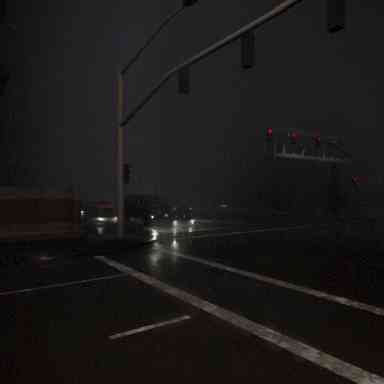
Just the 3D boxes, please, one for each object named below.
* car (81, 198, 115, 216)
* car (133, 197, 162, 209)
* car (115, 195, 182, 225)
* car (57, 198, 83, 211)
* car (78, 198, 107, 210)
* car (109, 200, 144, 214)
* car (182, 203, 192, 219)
[{"bbox_3d":[-9.095,1.478,32.574,1.882,1.535,5.008,0,0,-36],"label":"car"},{"bbox_3d":[-6.390,1.477,47.147,1.882,1.535,5.008,0,0,-36],"label":"car"},{"bbox_3d":[-3.334,1.222,24.549,2.150,2.045,5.566,0,0,-36],"label":"car"},{"bbox_3d":[-15.090,1.526,40.941,1.812,1.442,4.674,0,0,-35],"label":"car"},{"bbox_3d":[-13.364,1.547,44.531,2.033,1.411,5.357,0,0,-36],"label":"car"},{"bbox_3d":[-7.161,1.601,35.880,1.895,1.301,4.718,0,0,-36],"label":"car"},{"bbox_3d":[-1.918,1.352,28.581,2.097,1.767,4.553,0,0,-36],"label":"car"}]
